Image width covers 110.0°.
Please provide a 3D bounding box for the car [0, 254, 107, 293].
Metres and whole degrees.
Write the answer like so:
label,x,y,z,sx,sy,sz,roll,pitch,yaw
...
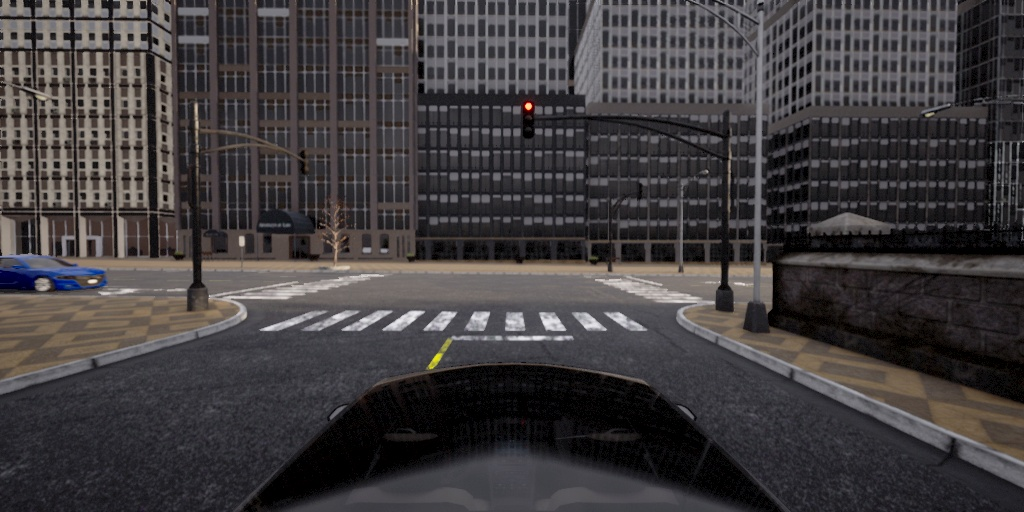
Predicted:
label,x,y,z,sx,sy,sz,roll,pitch,yaw
car,-20.160,0.716,15.053,5.008,1.535,1.882,2,1,-1
